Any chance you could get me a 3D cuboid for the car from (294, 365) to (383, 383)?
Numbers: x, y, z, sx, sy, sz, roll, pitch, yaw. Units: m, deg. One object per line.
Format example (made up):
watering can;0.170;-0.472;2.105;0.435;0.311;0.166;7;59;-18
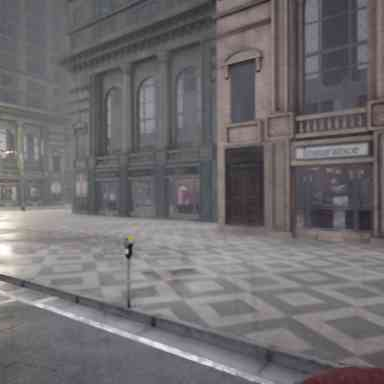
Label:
car;2.392;1.567;1.332;4.206;1.307;1.802;0;0;35
